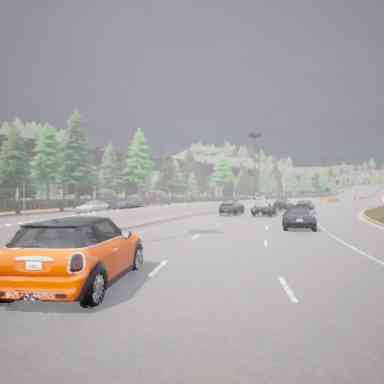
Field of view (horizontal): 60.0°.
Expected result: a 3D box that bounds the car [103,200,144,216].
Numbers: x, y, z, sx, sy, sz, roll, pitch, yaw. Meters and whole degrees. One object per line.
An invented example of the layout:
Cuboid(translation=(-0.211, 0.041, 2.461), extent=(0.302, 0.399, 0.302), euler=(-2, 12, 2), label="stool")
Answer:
Cuboid(translation=(-7.159, 1.637, 35.382), extent=(1.882, 1.535, 5.008), euler=(0, 0, 21), label="car")

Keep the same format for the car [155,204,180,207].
Cuboid(translation=(-2.630, 1.772, 37.445), extent=(1.895, 1.301, 4.718), euler=(0, 0, 23), label="car")

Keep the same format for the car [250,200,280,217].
Cuboid(translation=(7.276, 1.758, 33.381), extent=(1.895, 1.301, 4.718), euler=(0, 0, 22), label="car")

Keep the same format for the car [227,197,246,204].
Cuboid(translation=(9.658, 1.784, 71.108), extent=(1.882, 1.535, 5.008), euler=(0, 0, 36), label="car")

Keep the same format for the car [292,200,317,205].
Cuboid(translation=(12.429, 1.678, 36.279), extent=(1.837, 1.490, 4.892), euler=(0, 0, 25), label="car")

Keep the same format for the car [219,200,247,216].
Cuboid(translation=(4.280, 1.656, 35.184), extent=(2.128, 1.511, 4.902), euler=(0, 0, 22), label="car")

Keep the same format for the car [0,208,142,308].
Cuboid(translation=(-2.704, 1.389, 8.259), extent=(2.097, 1.767, 4.553), euler=(0, 0, 6), label="car")

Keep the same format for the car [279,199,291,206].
Cuboid(translation=(11.756, 1.708, 42.722), extent=(1.837, 1.490, 4.892), euler=(0, 0, 29), label="car")

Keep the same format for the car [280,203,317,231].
Cuboid(translation=(6.923, 1.666, 21.601), extent=(1.994, 1.385, 4.181), euler=(0, 0, 15), label="car")

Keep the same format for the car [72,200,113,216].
Cuboid(translation=(-10.664, 1.687, 35.998), extent=(1.812, 1.442, 4.674), euler=(0, 0, 21), label="car")

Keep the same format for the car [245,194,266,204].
Cuboid(translation=(13.449, 1.386, 70.376), extent=(2.150, 2.045, 5.566), euler=(0, 0, 36), label="car")
